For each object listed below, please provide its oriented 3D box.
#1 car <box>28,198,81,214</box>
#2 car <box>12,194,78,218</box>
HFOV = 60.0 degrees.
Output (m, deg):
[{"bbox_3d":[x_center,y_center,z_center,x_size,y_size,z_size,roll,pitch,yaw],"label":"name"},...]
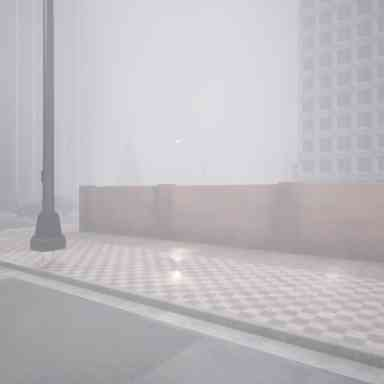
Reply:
[{"bbox_3d":[-14.696,1.478,35.842,1.882,1.535,5.008,0,0,35],"label":"car"},{"bbox_3d":[-13.736,1.221,31.121,2.150,2.045,5.566,0,0,35],"label":"car"}]
